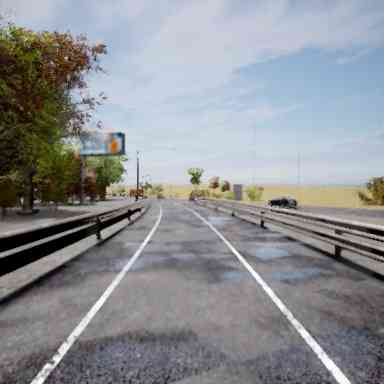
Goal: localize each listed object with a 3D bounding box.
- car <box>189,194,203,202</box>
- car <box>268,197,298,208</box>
[{"bbox_3d":[0.809,1.306,75.306,2.097,1.767,4.553,0,0,-20],"label":"car"},{"bbox_3d":[12.007,1.347,44.263,2.128,1.511,4.902,0,0,-20],"label":"car"}]
